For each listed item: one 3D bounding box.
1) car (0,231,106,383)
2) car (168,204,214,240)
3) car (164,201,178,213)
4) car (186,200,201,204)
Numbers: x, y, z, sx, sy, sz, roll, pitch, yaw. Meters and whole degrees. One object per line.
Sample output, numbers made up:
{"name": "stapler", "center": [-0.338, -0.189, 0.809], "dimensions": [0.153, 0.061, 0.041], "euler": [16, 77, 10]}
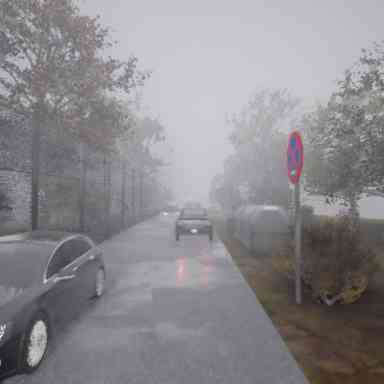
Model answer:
{"name": "car", "center": [-2.847, 1.517, 5.672], "dimensions": [1.837, 1.490, 4.892], "euler": [0, 0, 0]}
{"name": "car", "center": [0.108, 1.576, 17.562], "dimensions": [2.128, 1.511, 4.902], "euler": [0, -1, 0]}
{"name": "car", "center": [-2.732, 2.029, 46.117], "dimensions": [1.882, 1.535, 5.008], "euler": [0, -1, 1]}
{"name": "car", "center": [0.160, 1.689, 35.971], "dimensions": [2.097, 1.767, 4.553], "euler": [0, -1, 0]}
